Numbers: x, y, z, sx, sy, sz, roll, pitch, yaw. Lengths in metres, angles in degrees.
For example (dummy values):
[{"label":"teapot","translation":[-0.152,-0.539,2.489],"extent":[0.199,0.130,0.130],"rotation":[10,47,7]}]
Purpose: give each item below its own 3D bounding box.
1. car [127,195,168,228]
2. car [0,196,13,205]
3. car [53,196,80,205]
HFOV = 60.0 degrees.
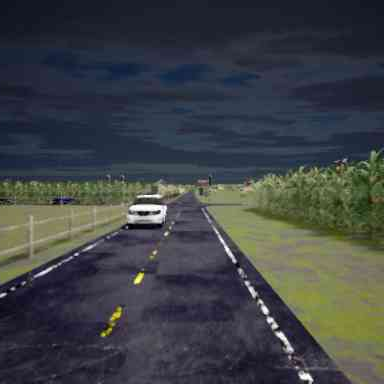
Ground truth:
[{"label":"car","translation":[-2.844,1.204,22.209],"extent":[2.150,2.045,5.566],"rotation":[0,0,0]},{"label":"car","translation":[-32.445,1.335,55.321],"extent":[4.902,1.511,2.128],"rotation":[0,1,-1]},{"label":"car","translation":[-20.960,1.437,55.515],"extent":[4.181,1.385,1.994],"rotation":[1,1,-1]}]
